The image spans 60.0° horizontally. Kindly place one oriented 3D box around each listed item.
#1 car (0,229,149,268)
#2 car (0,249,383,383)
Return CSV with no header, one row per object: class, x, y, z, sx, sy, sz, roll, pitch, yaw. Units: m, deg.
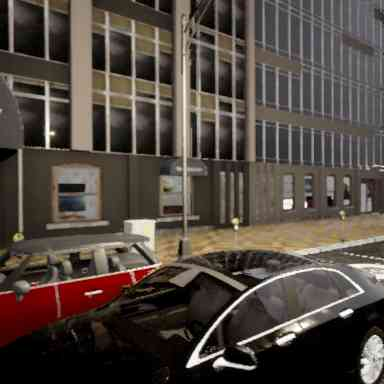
car,-2.272,1.435,4.939,4.097,1.590,1.967,0,0,-35
car,0.360,1.491,3.632,4.892,1.490,1.837,0,0,-35
